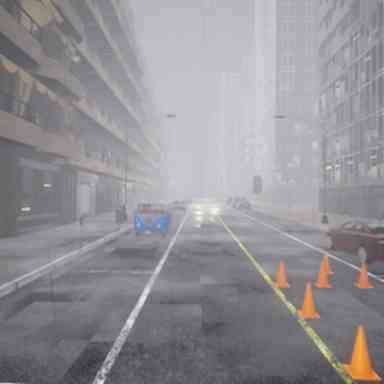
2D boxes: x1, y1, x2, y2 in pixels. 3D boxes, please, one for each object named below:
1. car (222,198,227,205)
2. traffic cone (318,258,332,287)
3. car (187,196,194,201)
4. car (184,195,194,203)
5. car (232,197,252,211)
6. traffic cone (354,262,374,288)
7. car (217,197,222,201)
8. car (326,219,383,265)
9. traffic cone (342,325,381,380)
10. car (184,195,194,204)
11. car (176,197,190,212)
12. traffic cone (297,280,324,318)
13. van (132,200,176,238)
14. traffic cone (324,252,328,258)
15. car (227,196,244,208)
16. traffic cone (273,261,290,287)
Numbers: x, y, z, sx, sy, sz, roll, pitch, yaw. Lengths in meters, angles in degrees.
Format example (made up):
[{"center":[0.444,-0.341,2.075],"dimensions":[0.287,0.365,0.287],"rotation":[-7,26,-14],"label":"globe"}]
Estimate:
[{"center":[7.283,1.571,61.510],"dimensions":[2.192,1.841,5.009],"rotation":[1,0,1],"label":"car"},{"center":[3.213,2.005,8.182],"dimensions":[0.340,0.580,0.340],"rotation":[1,0,1],"label":"traffic cone"},{"center":[-0.430,1.902,94.811],"dimensions":[1.947,1.339,4.313],"rotation":[1,0,1],"label":"car"},{"center":[-0.759,1.552,78.246],"dimensions":[2.192,1.841,5.009],"rotation":[1,0,1],"label":"car"},{"center":[6.941,1.755,44.943],"dimensions":[1.947,1.339,4.313],"rotation":[1,0,1],"label":"car"},{"center":[4.212,2.017,8.162],"dimensions":[0.340,0.580,0.340],"rotation":[1,0,1],"label":"traffic cone"},{"center":[7.948,2.018,94.640],"dimensions":[1.802,1.307,4.206],"rotation":[1,0,1],"label":"car"},{"center":[6.269,1.637,11.814],"dimensions":[1.887,1.381,4.507],"rotation":[2,0,1],"label":"car"},{"center":[2.132,1.986,4.203],"dimensions":[0.340,0.580,0.340],"rotation":[1,0,1],"label":"traffic cone"},{"center":[-0.988,1.726,67.201],"dimensions":[1.887,1.381,4.507],"rotation":[1,0,1],"label":"car"},{"center":[-1.550,1.651,39.593],"dimensions":[1.802,1.307,4.206],"rotation":[2,0,1],"label":"car"},{"center":[2.172,1.990,6.202],"dimensions":[0.340,0.580,0.340],"rotation":[1,0,1],"label":"traffic cone"},{"center":[-1.991,1.346,17.507],"dimensions":[1.690,1.788,3.998],"rotation":[2,0,1],"label":"van"},{"center":[3.847,2.015,9.571],"dimensions":[0.340,0.580,0.340],"rotation":[1,0,18],"label":"traffic cone"},{"center":[7.059,1.526,50.466],"dimensions":[2.192,1.841,5.009],"rotation":[1,0,1],"label":"car"},{"center":[2.213,1.993,8.202],"dimensions":[0.340,0.580,0.340],"rotation":[1,0,1],"label":"traffic cone"}]
